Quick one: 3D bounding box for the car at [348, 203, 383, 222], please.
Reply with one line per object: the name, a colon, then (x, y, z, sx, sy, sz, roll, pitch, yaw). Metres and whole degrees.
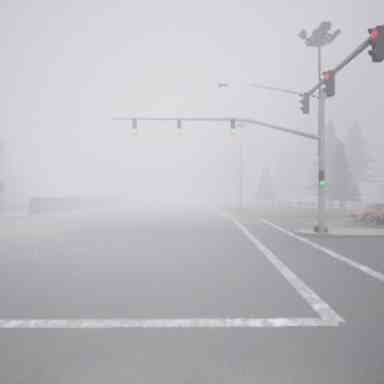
car: (15.284, 1.654, 27.198, 4.553, 1.767, 2.097, 0, -1, -1)

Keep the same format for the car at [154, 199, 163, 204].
car: (-8.713, 2.491, 86.062, 2.033, 1.411, 5.357, 0, -1, 0)

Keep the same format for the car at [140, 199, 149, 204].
car: (-12.213, 2.475, 86.065, 1.812, 1.442, 4.674, 0, -1, 0)

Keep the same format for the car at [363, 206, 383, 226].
car: (15.191, 1.864, 23.694, 4.718, 1.301, 1.895, 0, -1, -1)
